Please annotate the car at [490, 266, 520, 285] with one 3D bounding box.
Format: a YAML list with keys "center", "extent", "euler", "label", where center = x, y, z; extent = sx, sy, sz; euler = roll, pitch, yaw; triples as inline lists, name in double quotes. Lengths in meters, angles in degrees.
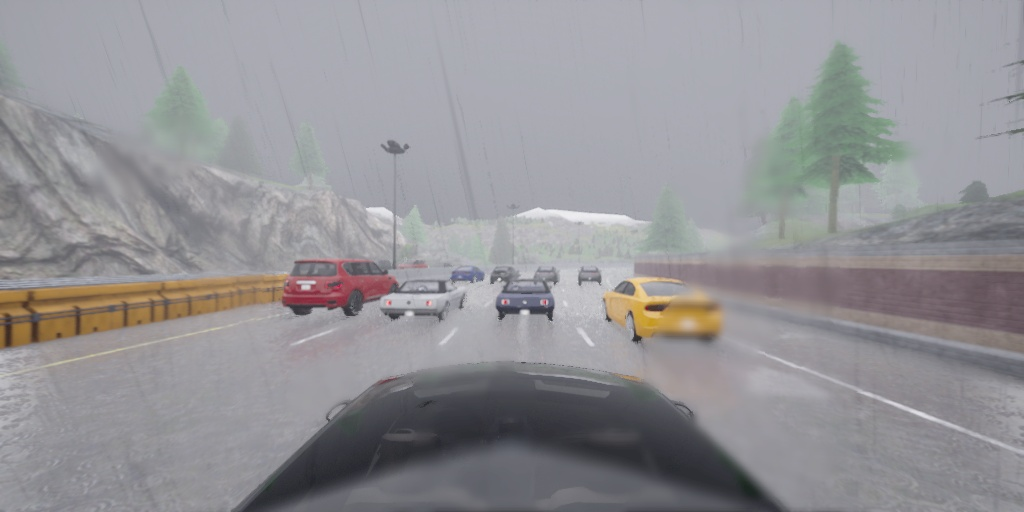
- center: [-0.540, 1.618, 30.491]
  extent: [1.837, 1.490, 4.892]
  euler: [0, -1, 11]
  label: "car"

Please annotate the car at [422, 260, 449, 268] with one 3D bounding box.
- center: [-10.017, 1.707, 50.091]
  extent: [2.097, 1.767, 4.553]
  euler: [0, -1, 18]
  label: "car"

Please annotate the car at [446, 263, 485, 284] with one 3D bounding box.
- center: [-3.807, 1.607, 31.963]
  extent: [1.882, 1.535, 5.008]
  euler: [0, -1, 12]
  label: "car"

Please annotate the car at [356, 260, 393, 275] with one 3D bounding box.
- center: [-20.182, 1.607, 52.867]
  extent: [2.150, 2.045, 5.566]
  euler: [0, -1, 18]
  label: "car"

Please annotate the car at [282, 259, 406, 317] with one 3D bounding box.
- center: [-6.385, 1.125, 14.144]
  extent: [2.150, 2.045, 5.566]
  euler: [0, -1, 4]
  label: "car"

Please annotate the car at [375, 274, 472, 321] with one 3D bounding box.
- center: [-2.954, 1.493, 13.127]
  extent: [1.895, 1.301, 4.718]
  euler: [0, -1, 4]
  label: "car"

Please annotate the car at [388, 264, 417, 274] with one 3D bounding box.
- center: [-16.254, 1.921, 53.535]
  extent: [1.812, 1.442, 4.674]
  euler: [0, -1, 19]
  label: "car"

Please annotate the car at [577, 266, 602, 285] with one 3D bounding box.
- center: [6.581, 1.607, 30.384]
  extent: [2.128, 1.511, 4.902]
  euler: [0, -1, 12]
  label: "car"

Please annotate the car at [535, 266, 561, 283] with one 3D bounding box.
- center: [3.008, 1.605, 30.393]
  extent: [2.128, 1.511, 4.902]
  euler: [0, -1, 11]
  label: "car"

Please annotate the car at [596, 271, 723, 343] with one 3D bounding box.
- center: [3.868, 1.335, 10.094]
  extent: [1.882, 1.535, 5.008]
  euler: [0, -1, 3]
  label: "car"

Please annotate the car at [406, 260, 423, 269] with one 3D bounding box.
- center: [-13.865, 1.569, 49.639]
  extent: [2.150, 2.045, 5.566]
  euler: [0, -1, 18]
  label: "car"

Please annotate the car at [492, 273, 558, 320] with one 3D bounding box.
- center: [0.573, 1.499, 13.421]
  extent: [1.895, 1.301, 4.718]
  euler: [0, -1, 4]
  label: "car"
